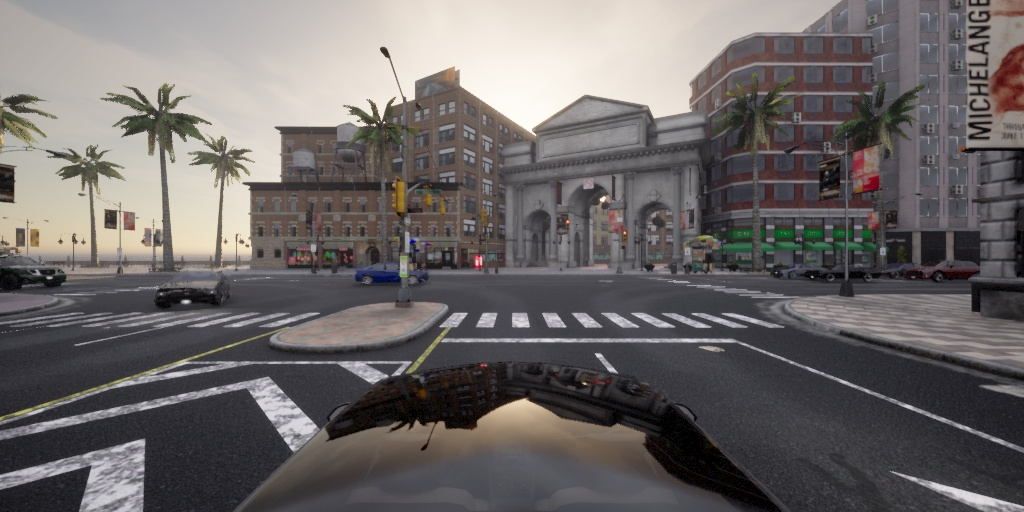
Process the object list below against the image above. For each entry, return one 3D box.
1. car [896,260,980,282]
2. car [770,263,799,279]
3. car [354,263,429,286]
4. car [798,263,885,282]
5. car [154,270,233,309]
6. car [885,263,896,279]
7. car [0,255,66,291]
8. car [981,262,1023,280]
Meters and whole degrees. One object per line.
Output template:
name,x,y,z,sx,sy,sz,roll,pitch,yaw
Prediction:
car,34.063,1.102,28.363,4.553,1.767,2.097,0,0,2
car,25.592,1.313,32.005,4.181,1.385,1.994,0,0,1
car,-8.343,1.227,25.088,5.008,1.535,1.882,0,0,0
car,26.107,1.350,28.517,4.718,1.301,1.895,0,0,1
car,-13.384,1.297,15.430,2.033,1.411,5.357,0,0,-32
car,34.847,1.297,31.902,5.357,1.411,2.033,0,0,1
car,-30.786,0.972,21.757,5.566,2.045,2.150,0,0,0
car,44.748,1.254,31.189,4.892,1.490,1.837,0,0,8
